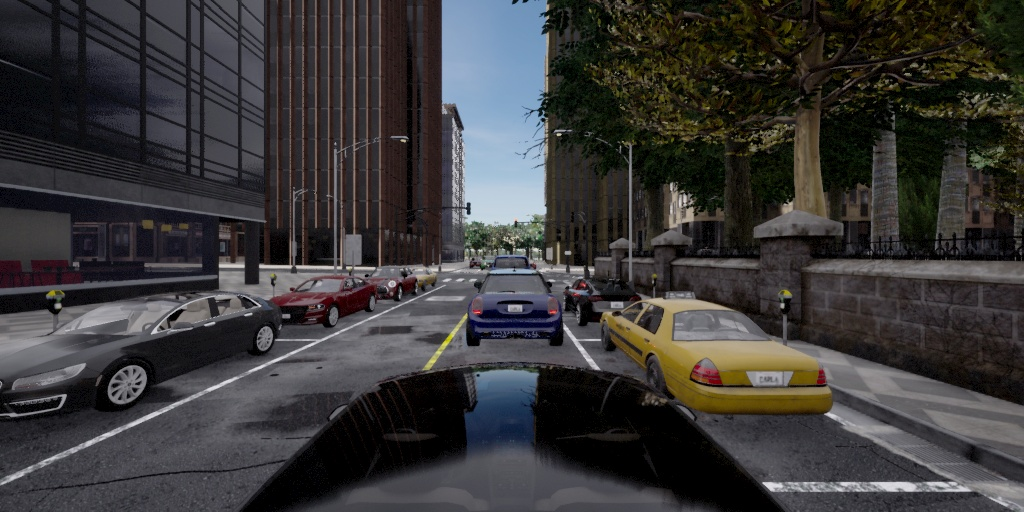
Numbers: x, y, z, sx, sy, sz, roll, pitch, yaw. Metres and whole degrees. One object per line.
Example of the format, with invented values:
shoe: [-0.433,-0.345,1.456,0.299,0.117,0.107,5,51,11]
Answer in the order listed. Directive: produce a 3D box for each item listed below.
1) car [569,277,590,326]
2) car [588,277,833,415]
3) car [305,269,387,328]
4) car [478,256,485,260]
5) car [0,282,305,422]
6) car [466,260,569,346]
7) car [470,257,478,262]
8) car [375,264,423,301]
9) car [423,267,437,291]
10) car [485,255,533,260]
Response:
car: [2.740,1.316,11.437,1.948,1.339,4.313,0,0,0]
car: [2.752,1.275,6.151,1.751,1.417,4.829,0,0,0]
car: [-5.785,1.295,11.416,1.888,1.381,4.507,0,0,0]
car: [-3.214,0.982,51.214,2.150,2.045,5.566,0,0,-1]
car: [-5.772,1.300,5.959,2.007,1.370,4.403,0,0,0]
car: [0.036,1.102,9.539,2.097,1.767,4.553,0,0,-1]
car: [-5.894,1.079,59.738,2.192,1.841,5.009,0,0,0]
car: [-5.797,1.190,16.873,1.967,1.591,4.097,0,0,0]
car: [-5.809,1.277,22.160,1.751,1.417,4.829,0,0,0]
car: [-0.034,0.973,18.973,2.150,2.045,5.566,0,0,0]
